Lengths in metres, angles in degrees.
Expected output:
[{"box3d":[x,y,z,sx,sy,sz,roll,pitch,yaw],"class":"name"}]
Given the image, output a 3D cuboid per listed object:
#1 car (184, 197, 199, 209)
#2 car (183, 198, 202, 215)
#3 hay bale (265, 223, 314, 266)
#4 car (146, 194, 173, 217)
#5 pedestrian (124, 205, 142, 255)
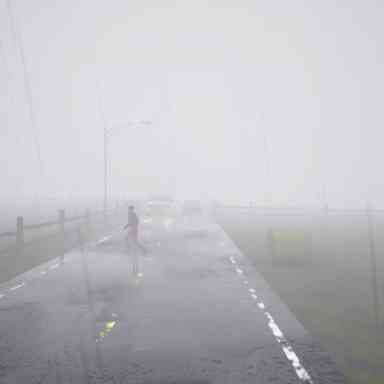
[{"box3d":[-0.040,1.502,45.863,1.882,1.535,5.008,0,0,0],"class":"car"},{"box3d":[0.002,1.615,34.510,1.895,1.301,4.718,0,0,0],"class":"car"},{"box3d":[3.091,1.658,10.698,1.220,1.180,1.240,-1,-1,0],"class":"hay bale"},{"box3d":[-2.930,1.234,31.353,2.150,2.045,5.566,0,0,0],"class":"car"},{"box3d":[-2.068,1.295,11.619,0.375,1.860,0.375,1,-1,-2],"class":"pedestrian"}]
